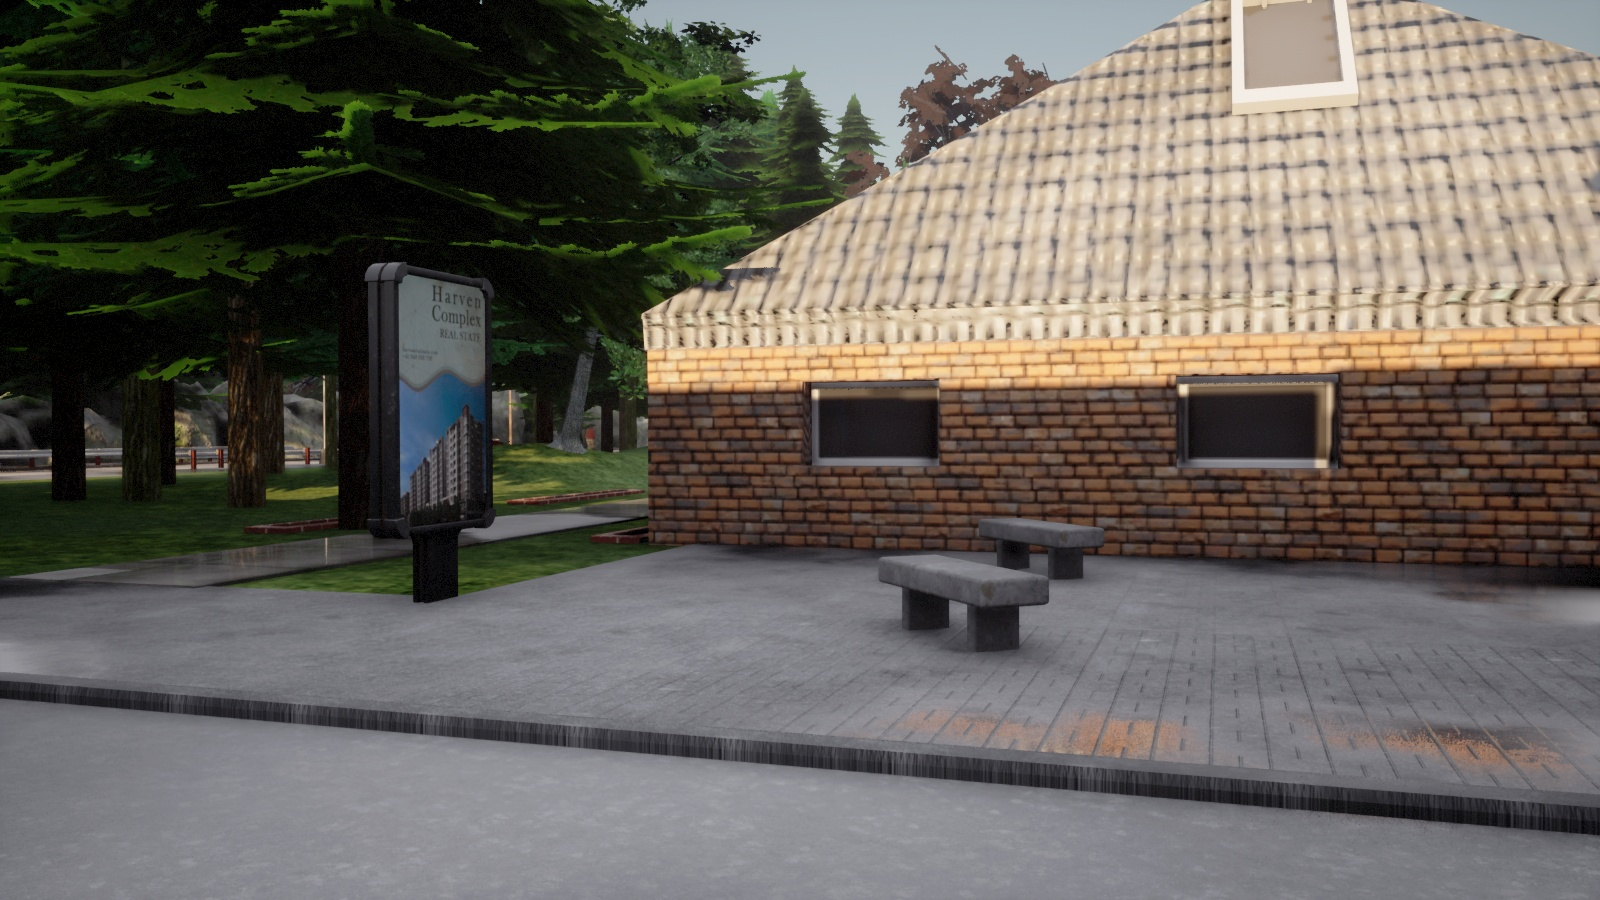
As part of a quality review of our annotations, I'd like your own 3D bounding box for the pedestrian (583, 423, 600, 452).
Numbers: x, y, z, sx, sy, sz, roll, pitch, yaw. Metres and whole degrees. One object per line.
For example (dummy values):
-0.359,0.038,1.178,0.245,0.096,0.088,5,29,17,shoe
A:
-13.242,-0.790,79.792,0.634,1.844,0.899,1,1,23,pedestrian
